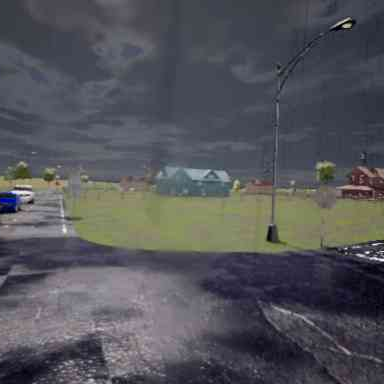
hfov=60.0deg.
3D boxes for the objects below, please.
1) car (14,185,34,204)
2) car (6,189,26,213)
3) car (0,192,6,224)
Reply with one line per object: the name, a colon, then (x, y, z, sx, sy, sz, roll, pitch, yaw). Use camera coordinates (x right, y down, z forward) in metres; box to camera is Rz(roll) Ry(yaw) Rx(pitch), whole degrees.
car: (-19.500, 0.258, 38.314, 2.150, 2.045, 5.566, 2, 0, -21)
car: (-14.842, 0.752, 26.588, 1.882, 1.535, 5.008, 2, 0, -22)
car: (-10.561, 0.845, 15.868, 2.097, 1.767, 4.553, 2, 0, -22)
